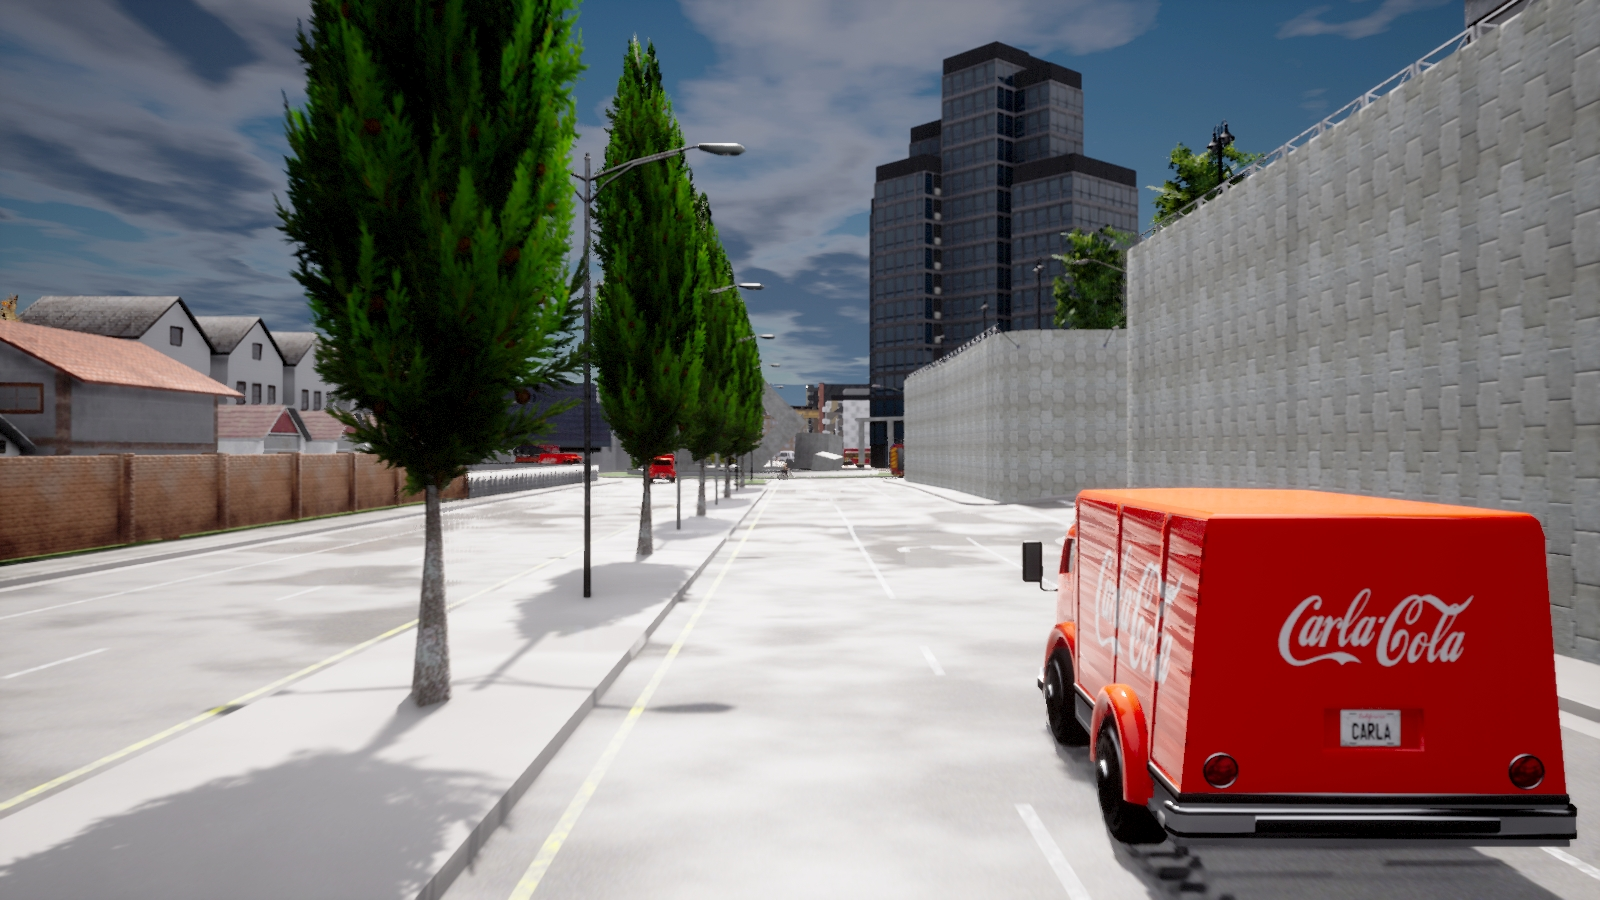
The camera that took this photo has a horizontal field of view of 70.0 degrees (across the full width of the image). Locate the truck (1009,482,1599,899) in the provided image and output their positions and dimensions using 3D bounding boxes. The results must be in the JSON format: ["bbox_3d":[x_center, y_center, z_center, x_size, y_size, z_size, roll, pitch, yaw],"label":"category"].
[{"bbox_3d":[3.477,1.568,9.401,2.627,2.467,5.204,0,0,1],"label":"truck"}]
